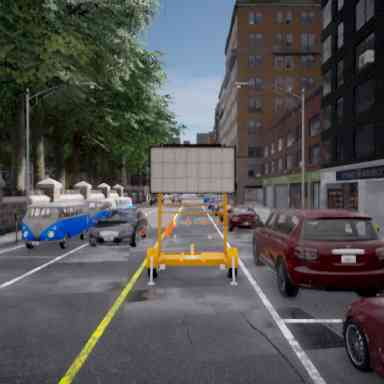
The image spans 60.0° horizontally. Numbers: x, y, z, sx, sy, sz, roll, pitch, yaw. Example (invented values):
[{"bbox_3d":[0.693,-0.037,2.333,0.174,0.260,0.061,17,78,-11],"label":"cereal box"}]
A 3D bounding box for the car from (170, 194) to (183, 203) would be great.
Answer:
[{"bbox_3d":[-2.908,1.363,63.458,2.128,1.511,4.902,0,0,0],"label":"car"}]

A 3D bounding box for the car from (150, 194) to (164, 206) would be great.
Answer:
[{"bbox_3d":[-5.587,1.214,53.724,2.192,1.841,5.009,0,0,0],"label":"car"}]

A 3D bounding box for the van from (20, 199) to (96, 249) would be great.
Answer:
[{"bbox_3d":[-5.648,1.324,14.119,1.690,1.788,3.998,0,0,0],"label":"van"}]

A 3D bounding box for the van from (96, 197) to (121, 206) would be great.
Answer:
[{"bbox_3d":[-5.640,1.315,19.776,1.690,1.788,3.998,0,0,0],"label":"van"}]

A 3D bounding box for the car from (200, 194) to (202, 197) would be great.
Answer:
[{"bbox_3d":[2.947,1.449,59.412,1.947,1.339,4.313,0,0,0],"label":"car"}]

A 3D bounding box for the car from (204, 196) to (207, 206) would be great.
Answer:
[{"bbox_3d":[2.921,1.472,42.431,1.887,1.381,4.507,0,0,0],"label":"car"}]

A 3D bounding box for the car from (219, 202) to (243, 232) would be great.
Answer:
[{"bbox_3d":[2.886,1.519,19.789,1.887,1.381,4.507,0,0,0],"label":"car"}]

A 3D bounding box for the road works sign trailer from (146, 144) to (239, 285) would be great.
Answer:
[{"bbox_3d":[0.015,0.454,9.425,2.380,3.560,2.880,0,0,0],"label":"road works sign trailer"}]

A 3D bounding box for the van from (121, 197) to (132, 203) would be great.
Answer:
[{"bbox_3d":[-5.631,1.305,25.435,1.690,1.788,3.998,0,0,0],"label":"van"}]

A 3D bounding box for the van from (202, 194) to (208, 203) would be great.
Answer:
[{"bbox_3d":[2.938,1.240,53.751,1.690,1.788,3.998,0,0,0],"label":"van"}]

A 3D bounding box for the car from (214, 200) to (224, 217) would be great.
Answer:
[{"bbox_3d":[2.895,1.546,25.449,1.802,1.307,4.206,0,0,0],"label":"car"}]

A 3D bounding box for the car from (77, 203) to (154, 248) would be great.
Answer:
[{"bbox_3d":[-3.077,1.473,14.752,2.128,1.511,4.902,0,0,0],"label":"car"}]

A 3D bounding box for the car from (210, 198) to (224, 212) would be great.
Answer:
[{"bbox_3d":[2.903,1.534,31.110,1.802,1.307,4.206,0,0,0],"label":"car"}]

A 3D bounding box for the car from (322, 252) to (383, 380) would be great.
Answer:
[{"bbox_3d":[2.860,1.579,2.807,1.802,1.307,4.206,0,0,0],"label":"car"}]

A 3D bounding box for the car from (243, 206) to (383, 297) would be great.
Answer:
[{"bbox_3d":[2.867,1.306,8.468,2.192,1.841,5.009,0,0,0],"label":"car"}]

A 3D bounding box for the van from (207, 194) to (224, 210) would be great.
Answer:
[{"bbox_3d":[2.912,1.282,36.770,1.690,1.788,3.998,0,0,0],"label":"van"}]
